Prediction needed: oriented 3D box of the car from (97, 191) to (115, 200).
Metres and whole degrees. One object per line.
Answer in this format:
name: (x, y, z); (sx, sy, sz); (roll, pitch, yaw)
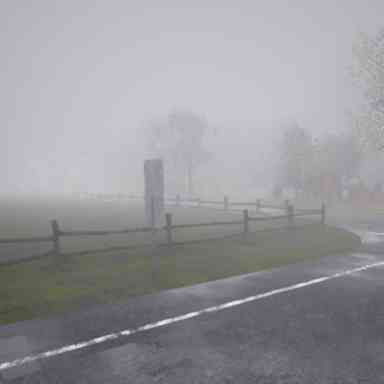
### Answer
car: (-15.252, 0.546, 58.655); (1.812, 1.442, 4.674); (-2, 2, -36)
